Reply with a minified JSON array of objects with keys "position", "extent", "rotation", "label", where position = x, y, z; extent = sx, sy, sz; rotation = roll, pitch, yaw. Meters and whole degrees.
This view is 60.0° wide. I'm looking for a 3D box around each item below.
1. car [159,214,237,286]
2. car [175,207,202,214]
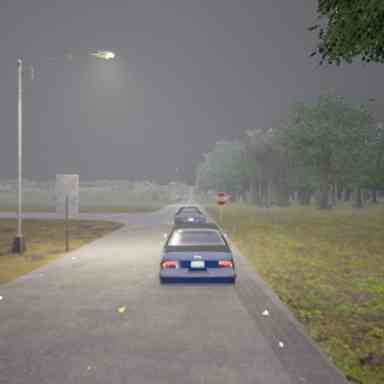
[{"position":[0.102,1.595,9.568],"extent":[2.033,1.411,5.357],"rotation":[0,0,0],"label":"car"},{"position":[-0.217,1.694,22.659],"extent":[1.994,1.385,4.181],"rotation":[0,0,-4],"label":"car"}]
